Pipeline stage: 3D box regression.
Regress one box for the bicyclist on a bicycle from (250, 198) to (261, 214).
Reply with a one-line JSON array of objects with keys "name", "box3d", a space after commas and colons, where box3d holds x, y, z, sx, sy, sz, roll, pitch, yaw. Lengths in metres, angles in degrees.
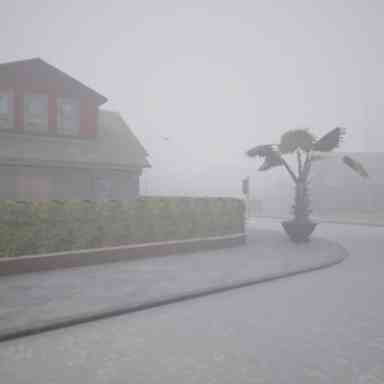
[{"name": "bicyclist on a bicycle", "box3d": [6.521, 1.410, 34.065, 1.656, 1.620, 0.582, 0, 0, -36]}]
